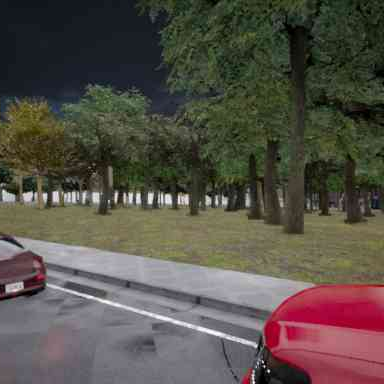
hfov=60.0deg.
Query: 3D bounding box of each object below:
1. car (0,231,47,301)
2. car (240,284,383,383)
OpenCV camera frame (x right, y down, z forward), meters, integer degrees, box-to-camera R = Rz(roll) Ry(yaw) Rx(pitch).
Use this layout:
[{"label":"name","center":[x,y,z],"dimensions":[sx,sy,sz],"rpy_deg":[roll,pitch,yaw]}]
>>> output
[{"label":"car","center":[-5.017,1.524,7.251],"dimensions":[4.674,1.442,1.812],"rpy_deg":[0,0,36]},{"label":"car","center":[2.957,1.220,1.576],"dimensions":[5.566,2.045,2.150],"rpy_deg":[0,0,35]}]
